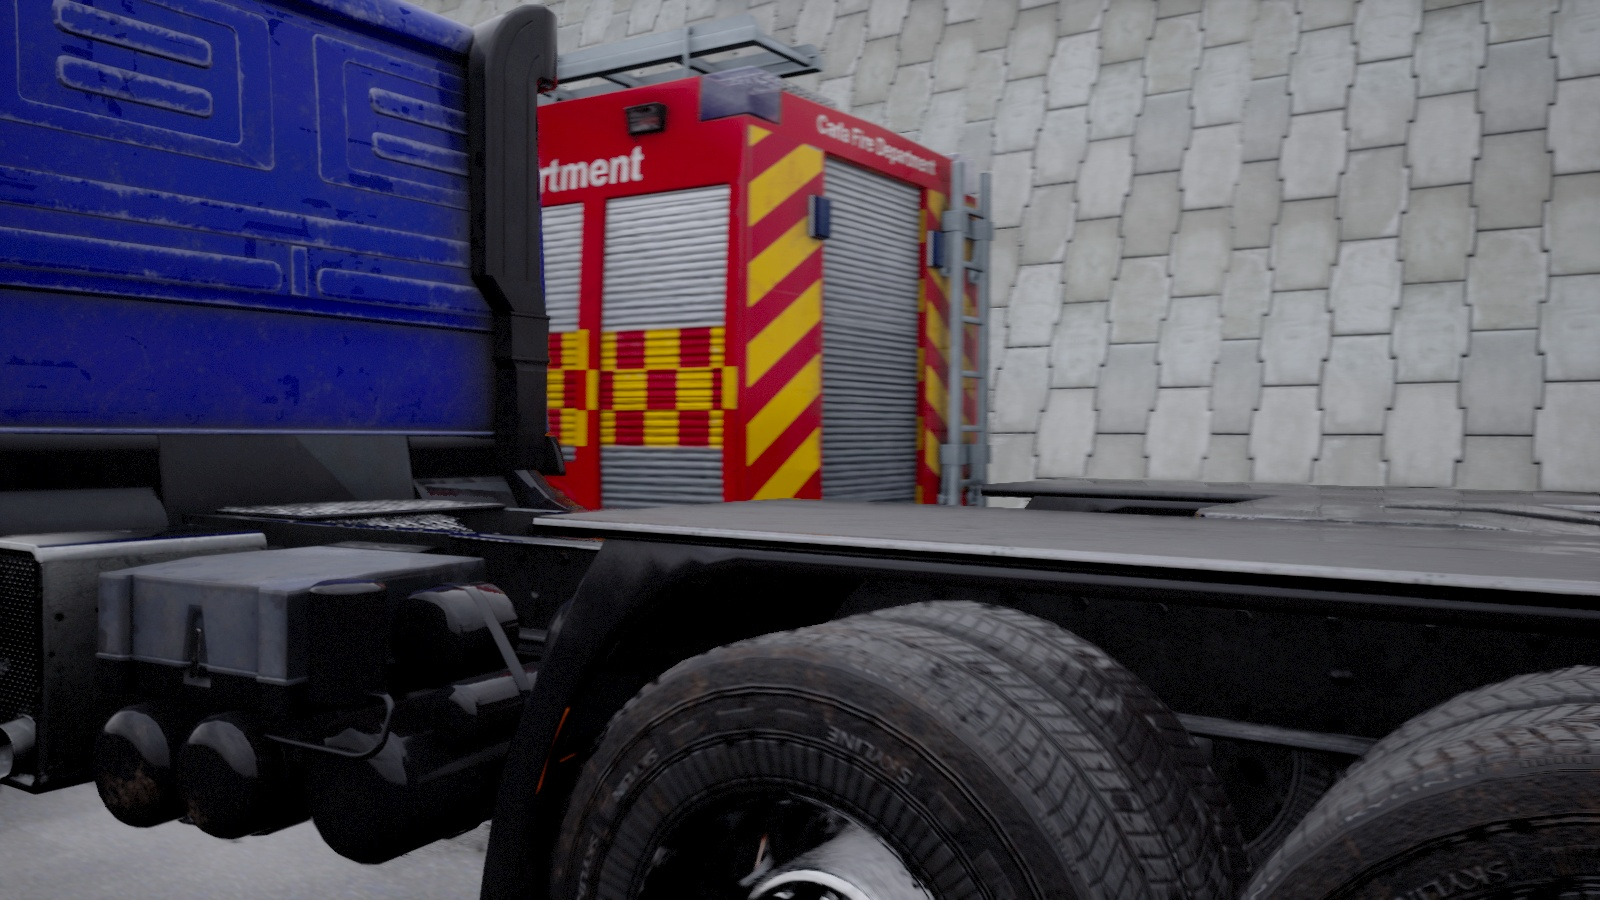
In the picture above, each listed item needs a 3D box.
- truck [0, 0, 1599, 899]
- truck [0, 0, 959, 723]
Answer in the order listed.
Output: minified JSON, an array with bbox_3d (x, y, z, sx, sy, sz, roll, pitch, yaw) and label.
[{"bbox_3d":[-0.521,-0.300,3.951,7.936,3.462,2.891,0,1,34],"label":"truck"},{"bbox_3d":[-3.222,-0.540,9.948,8.468,3.827,2.891,0,1,34],"label":"truck"}]
